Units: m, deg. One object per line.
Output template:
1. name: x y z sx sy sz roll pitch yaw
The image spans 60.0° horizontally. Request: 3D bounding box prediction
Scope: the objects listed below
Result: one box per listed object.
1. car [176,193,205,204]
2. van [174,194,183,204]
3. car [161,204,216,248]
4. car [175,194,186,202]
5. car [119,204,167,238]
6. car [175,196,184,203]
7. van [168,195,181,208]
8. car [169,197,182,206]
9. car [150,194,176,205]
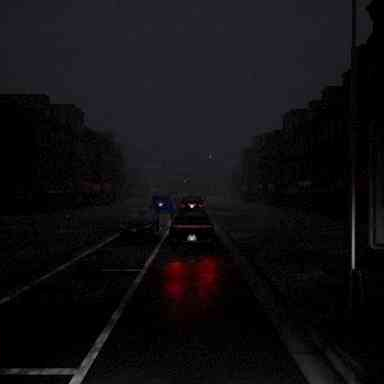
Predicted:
1. car: 0.000 1.257 29.681 2.150 2.045 5.566 0 0 0
2. van: -2.644 1.361 66.388 1.690 1.788 3.998 0 0 0
3. car: 0.000 1.494 14.651 2.128 1.511 4.902 0 0 0
4. car: -2.644 1.347 77.256 2.192 1.841 5.009 0 0 0
5. car: -2.642 1.548 17.483 2.008 1.369 4.403 0 0 0
6. car: -2.643 1.570 71.822 1.887 1.381 4.507 0 0 0
7. van: -2.643 1.349 50.087 1.690 1.788 3.998 0 0 0
8. car: -2.642 1.577 55.521 1.947 1.339 4.313 0 0 0
9. car: -2.751 1.213 31.970 2.150 2.045 5.566 0 0 0
